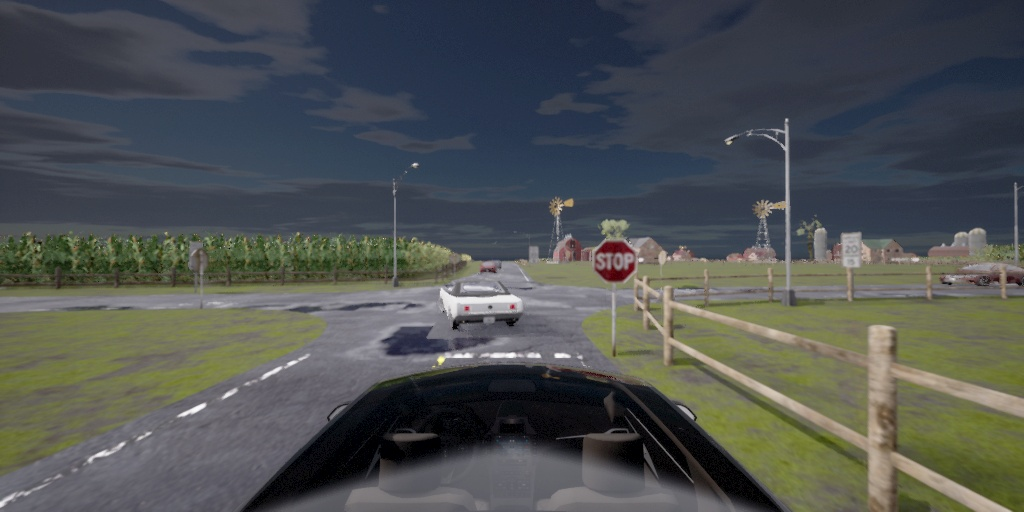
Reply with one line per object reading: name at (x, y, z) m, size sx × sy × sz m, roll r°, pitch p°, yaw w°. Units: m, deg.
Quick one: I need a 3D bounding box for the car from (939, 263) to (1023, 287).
car at (29.703, 1.176, 22.497) m, size 4.674 × 1.442 × 1.812 m, roll 0°, pitch 0°, yaw -5°

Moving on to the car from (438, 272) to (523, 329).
car at (-1.228, 1.380, 11.475) m, size 1.895 × 1.301 × 4.718 m, roll 0°, pitch 0°, yaw -17°

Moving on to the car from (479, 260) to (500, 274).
car at (-2.847, 1.381, 43.474) m, size 1.882 × 1.535 × 5.008 m, roll 0°, pitch 0°, yaw 0°

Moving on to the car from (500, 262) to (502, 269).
car at (-2.786, 1.488, 62.190) m, size 2.128 × 1.511 × 4.902 m, roll 0°, pitch 0°, yaw 1°
